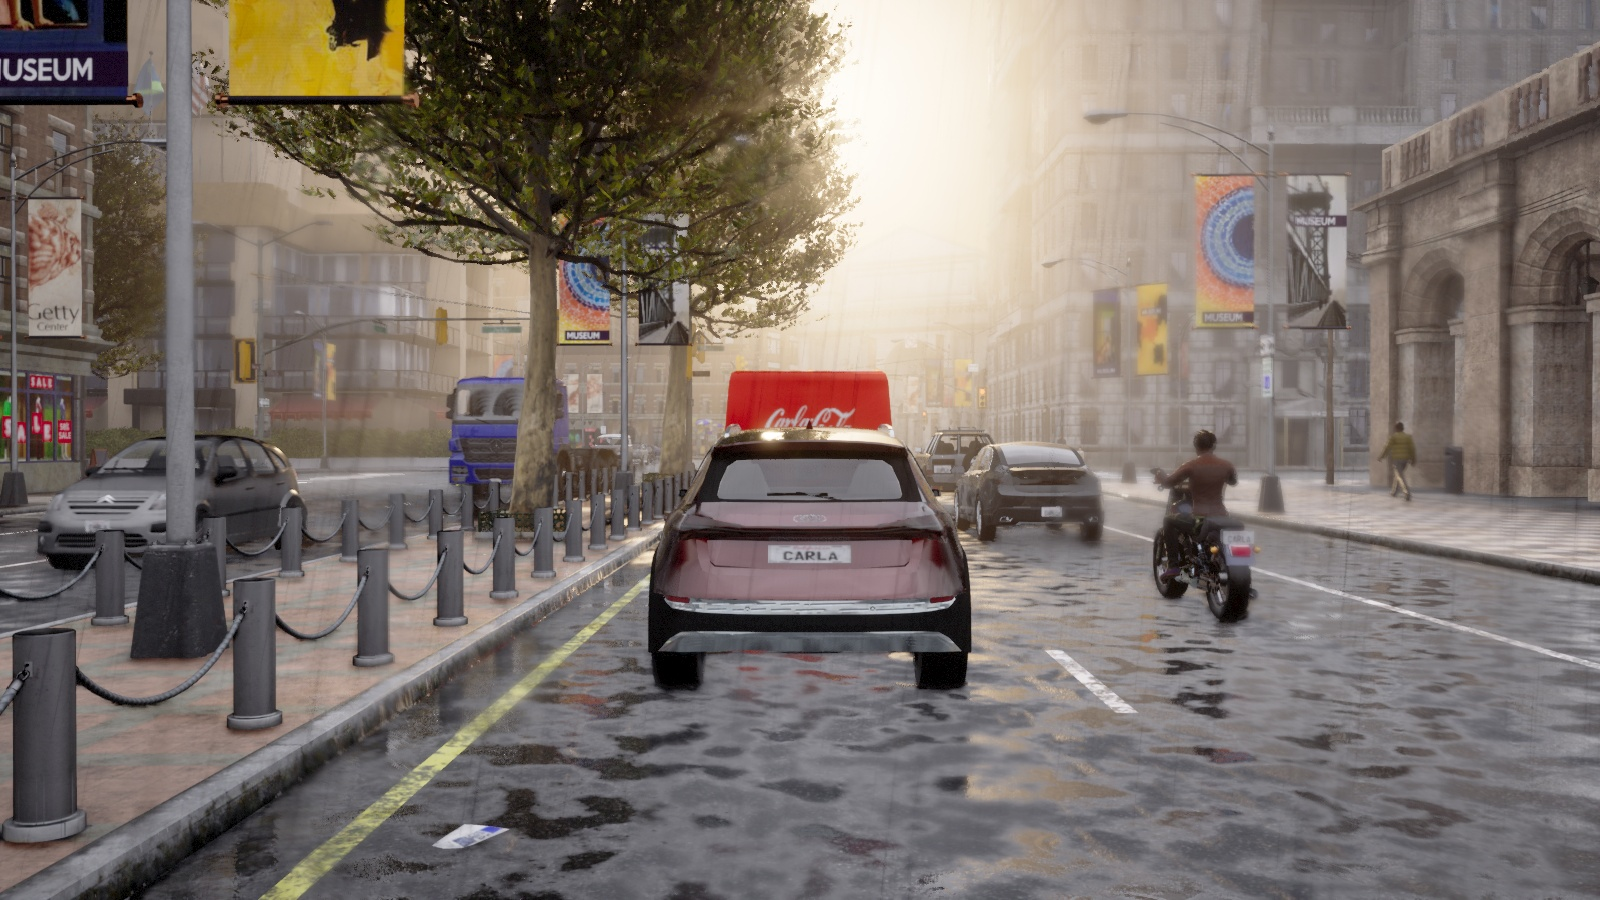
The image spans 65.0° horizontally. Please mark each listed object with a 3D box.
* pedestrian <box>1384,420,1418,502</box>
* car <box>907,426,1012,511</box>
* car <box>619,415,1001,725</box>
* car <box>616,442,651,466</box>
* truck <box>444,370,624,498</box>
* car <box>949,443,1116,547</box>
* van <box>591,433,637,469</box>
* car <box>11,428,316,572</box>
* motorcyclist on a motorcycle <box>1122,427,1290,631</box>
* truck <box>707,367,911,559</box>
[{"bbox_3d":[13.689,0.253,28.605,0.431,1.840,0.709,0,0,0],"label":"pedestrian"},{"bbox_3d":[3.686,0.399,29.694,1.932,1.855,4.605,0,0,1],"label":"car"},{"bbox_3d":[0.067,0.625,9.120,2.033,1.649,4.856,0,0,0],"label":"car"},{"bbox_3d":[-11.005,0.247,83.075,1.789,1.549,3.705,0,0,0],"label":"car"},{"bbox_3d":[-7.778,-0.456,37.967,2.891,3.462,7.936,0,0,7],"label":"truck"},{"bbox_3d":[3.633,0.639,20.483,1.837,1.490,4.892,0,0,0],"label":"car"},{"bbox_3d":[-11.021,0.040,74.628,2.069,2.038,4.480,0,0,0],"label":"van"},{"bbox_3d":[-7.892,0.548,16.049,1.851,1.617,3.988,0,0,0],"label":"car"},{"bbox_3d":[3.581,0.636,11.314,0.766,1.649,2.350,0,0,0],"label":"motorcyclist on a motorcycle"},{"bbox_3d":[0.125,0.154,18.747,2.627,2.467,5.204,0,0,0],"label":"truck"}]
